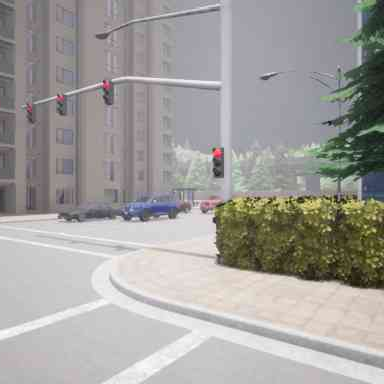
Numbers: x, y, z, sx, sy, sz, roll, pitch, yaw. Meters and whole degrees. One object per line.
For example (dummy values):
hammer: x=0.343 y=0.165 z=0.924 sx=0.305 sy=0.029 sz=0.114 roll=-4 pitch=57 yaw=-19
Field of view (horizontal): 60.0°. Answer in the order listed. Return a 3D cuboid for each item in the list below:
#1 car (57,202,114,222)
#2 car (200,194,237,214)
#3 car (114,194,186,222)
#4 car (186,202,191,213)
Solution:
car: x=-7.891 y=1.547 z=26.560 sx=2.033 sy=1.411 sz=5.357 roll=0 pitch=0 yaw=36
car: x=3.074 y=1.221 z=35.581 sx=2.150 sy=2.045 sz=5.566 roll=0 pitch=0 yaw=36
car: x=-3.269 y=1.221 z=26.946 sx=2.150 sy=2.045 sz=5.566 roll=0 pitch=0 yaw=36
car: x=-2.088 y=1.478 z=34.469 sx=1.882 sy=1.535 sz=5.008 roll=0 pitch=0 yaw=36
